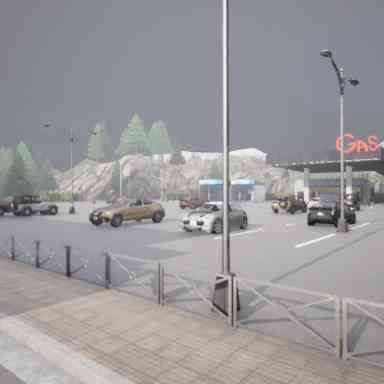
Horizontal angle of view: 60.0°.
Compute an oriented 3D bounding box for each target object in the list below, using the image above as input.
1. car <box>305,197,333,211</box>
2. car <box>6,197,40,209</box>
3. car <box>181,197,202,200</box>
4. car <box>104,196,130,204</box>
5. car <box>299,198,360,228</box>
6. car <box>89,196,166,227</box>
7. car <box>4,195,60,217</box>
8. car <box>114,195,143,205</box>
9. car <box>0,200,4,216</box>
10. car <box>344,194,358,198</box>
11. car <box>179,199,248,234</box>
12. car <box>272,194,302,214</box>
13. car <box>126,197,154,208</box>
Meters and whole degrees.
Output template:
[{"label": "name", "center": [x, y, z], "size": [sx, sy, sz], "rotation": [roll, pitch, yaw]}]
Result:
[{"label": "car", "center": [14.903, 1.414, 38.976], "size": [1.970, 1.475, 3.806], "rotation": [0, 0, 39]}, {"label": "car", "center": [-23.554, 1.528, 46.398], "size": [1.970, 1.475, 3.806], "rotation": [0, 0, 39]}, {"label": "car", "center": [0.378, 1.384, 40.875], "size": [2.007, 1.523, 4.514], "rotation": [0, 0, 39]}, {"label": "car", "center": [-14.030, 1.492, 62.667], "size": [2.007, 1.523, 4.514], "rotation": [0, 0, 39]}, {"label": "car", "center": [8.536, 1.331, 20.266], "size": [2.007, 1.523, 4.514], "rotation": [0, 0, 39]}, {"label": "car", "center": [-3.932, 1.213, 20.983], "size": [2.152, 1.636, 5.027], "rotation": [0, 0, 39]}, {"label": "car", "center": [-13.809, 1.171, 29.116], "size": [1.905, 1.878, 3.866], "rotation": [0, 0, 39]}, {"label": "car", "center": [-11.575, 1.475, 60.713], "size": [2.152, 1.636, 5.027], "rotation": [0, 0, 39]}, {"label": "car", "center": [-16.314, 1.199, 30.645], "size": [1.932, 1.855, 4.605], "rotation": [0, 0, 39]}, {"label": "car", "center": [17.080, 1.121, 36.392], "size": [1.905, 1.878, 3.866], "rotation": [0, 0, 39]}, {"label": "car", "center": [1.228, 1.275, 17.153], "size": [1.970, 1.475, 3.806], "rotation": [0, 0, 39]}, {"label": "car", "center": [9.541, 1.150, 32.407], "size": [1.932, 1.855, 4.605], "rotation": [0, 0, 39]}, {"label": "car", "center": [-7.309, 1.432, 47.259], "size": [1.845, 1.501, 3.633], "rotation": [0, 0, 39]}]
